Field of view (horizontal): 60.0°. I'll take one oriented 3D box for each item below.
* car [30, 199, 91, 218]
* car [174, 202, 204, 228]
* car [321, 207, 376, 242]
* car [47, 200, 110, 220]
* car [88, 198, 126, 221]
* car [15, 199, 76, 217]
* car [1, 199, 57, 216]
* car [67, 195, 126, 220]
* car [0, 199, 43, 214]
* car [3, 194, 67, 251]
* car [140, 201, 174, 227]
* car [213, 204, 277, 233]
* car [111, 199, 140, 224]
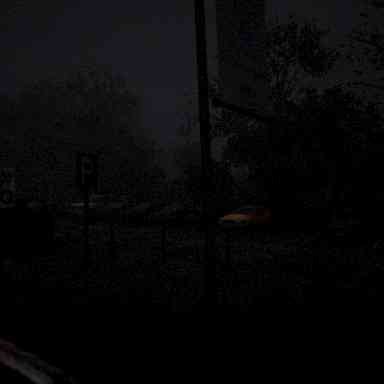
[{"bbox_3d":[-12.305,1.503,31.389,2.097,1.535,5.008,0,0,35],"label":"car"},{"bbox_3d":[1.298,1.524,21.779,2.163,1.488,4.792,0,0,35],"label":"car"},{"bbox_3d":[8.056,1.518,16.913,2.163,1.488,4.792,0,0,35],"label":"car"},{"bbox_3d":[-10.040,1.505,29.781,2.231,1.521,4.892,0,0,35],"label":"car"},{"bbox_3d":[-5.507,1.500,26.578,2.097,1.535,5.008,0,0,35],"label":"car"},{"bbox_3d":[-14.460,1.497,33.150,1.946,1.575,5.366,0,0,35],"label":"car"},{"bbox_3d":[-16.845,1.527,34.580,2.163,1.488,4.792,0,0,35],"label":"car"},{"bbox_3d":[-7.790,1.251,28.157,2.435,2.045,5.566,0,0,35],"label":"car"},{"bbox_3d":[-19.081,1.515,36.238,2.163,1.488,4.792,0,0,35],"label":"car"},{"bbox_3d":[-7.858,1.243,12.168,2.435,2.045,5.566,0,0,35],"label":"car"},{"bbox_3d":[-0.978,1.497,23.367,2.231,1.521,4.892,0,0,35],"label":"car"},{"bbox_3d":[3.437,1.489,19.998,1.946,1.575,5.366,0,0,35],"label":"car"},{"bbox_3d":[-3.243,1.498,24.972,2.097,1.535,5.008,0,0,35],"label":"car"}]
